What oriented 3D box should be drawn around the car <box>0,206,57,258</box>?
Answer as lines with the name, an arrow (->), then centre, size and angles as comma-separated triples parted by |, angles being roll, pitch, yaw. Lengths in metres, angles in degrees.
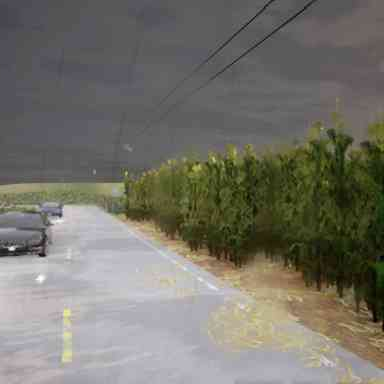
car -> -6.368, 1.505, 12.586 | 1.837, 1.490, 4.892 | 0, 0, -19

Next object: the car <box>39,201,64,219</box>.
car -> -12.188, 1.526, 28.811 | 1.812, 1.442, 4.674 | 0, 0, -20
